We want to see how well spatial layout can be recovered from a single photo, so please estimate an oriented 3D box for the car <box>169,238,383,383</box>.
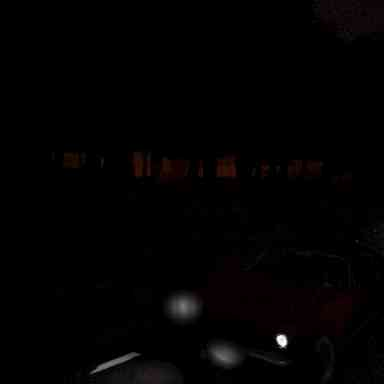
[{"bbox_3d":[1.895,1.545,5.440,1.895,1.301,4.718,0,2,44],"label":"car"}]
